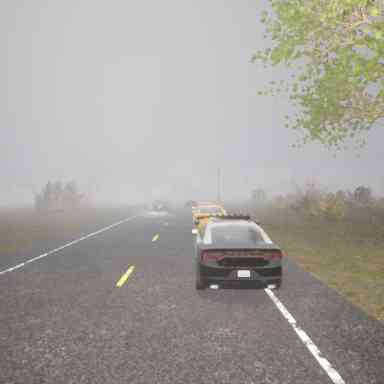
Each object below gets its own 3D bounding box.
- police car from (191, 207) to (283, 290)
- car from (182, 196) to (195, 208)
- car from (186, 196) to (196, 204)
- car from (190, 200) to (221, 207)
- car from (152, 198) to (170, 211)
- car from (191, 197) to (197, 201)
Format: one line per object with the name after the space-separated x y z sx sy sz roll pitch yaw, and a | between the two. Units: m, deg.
1.030 1.427 9.222 1.930 1.638 5.238 0 0 0 | police car
-0.069 1.532 47.654 1.812 1.442 4.674 0 0 1 | car
-0.139 1.514 63.322 1.837 1.490 4.892 0 0 0 | car
1.008 1.482 19.114 1.882 1.535 5.008 0 0 0 | car
-3.686 1.497 39.995 2.128 1.511 4.902 0 0 0 | car
0.994 1.460 25.305 1.801 1.575 5.366 0 0 0 | car
